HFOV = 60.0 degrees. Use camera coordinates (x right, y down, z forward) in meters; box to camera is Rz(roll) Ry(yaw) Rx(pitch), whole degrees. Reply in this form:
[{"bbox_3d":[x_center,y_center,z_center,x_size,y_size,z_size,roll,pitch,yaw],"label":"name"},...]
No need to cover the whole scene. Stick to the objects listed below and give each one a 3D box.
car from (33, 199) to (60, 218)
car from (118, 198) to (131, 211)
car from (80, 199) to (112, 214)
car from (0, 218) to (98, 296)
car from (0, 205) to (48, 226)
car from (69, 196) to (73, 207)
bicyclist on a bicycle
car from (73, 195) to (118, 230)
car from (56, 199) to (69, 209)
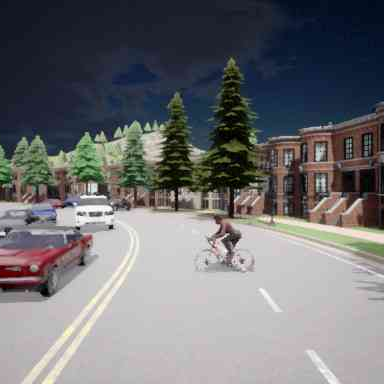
[{"bbox_3d":[-10.925,1.526,24.293,1.812,1.442,4.674,0,0,-25],"label":"car"},{"bbox_3d":[-9.152,1.505,40.279,1.837,1.490,4.892,0,0,-40],"label":"car"},{"bbox_3d":[-10.721,1.526,36.800,1.812,1.442,4.674,0,0,-38],"label":"car"},{"bbox_3d":[-4.003,1.601,8.683,1.895,1.301,4.718,0,0,-4],"label":"car"},{"bbox_3d":[-8.456,1.563,15.908,1.994,1.385,4.181,0,0,-14],"label":"car"},{"bbox_3d":[-16.404,1.352,47.164,4.553,1.767,2.097,0,0,39],"label":"car"},{"bbox_3d":[0.894,1.453,9.210,1.656,1.620,0.582,-1,0,-2],"label":"bicyclist on a bicycle"},{"bbox_3d":[-6.225,1.222,21.021,2.150,2.045,5.566,0,0,-19],"label":"car"},{"bbox_3d":[-18.998,1.564,44.841,4.181,1.385,1.994,0,0,37],"label":"car"}]
